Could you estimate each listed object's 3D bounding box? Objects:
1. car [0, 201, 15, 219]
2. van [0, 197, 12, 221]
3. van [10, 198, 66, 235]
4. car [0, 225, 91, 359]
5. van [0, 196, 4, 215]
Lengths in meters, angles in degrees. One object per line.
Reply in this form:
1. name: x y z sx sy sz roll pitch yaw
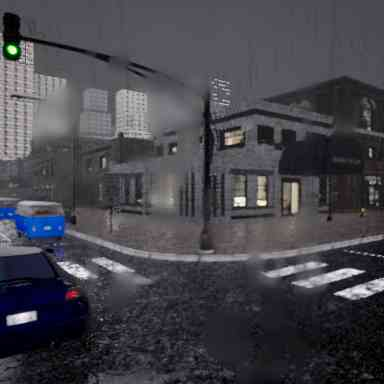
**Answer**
1. car: -17.101 1.558 29.406 1.887 1.381 4.507 0 0 -36
2. van: -13.862 1.350 24.935 1.690 1.788 3.998 0 0 -36
3. van: -7.381 1.343 15.992 1.690 1.788 3.998 0 0 -36
4. car: -3.324 1.566 5.828 1.994 1.385 4.181 0 0 -36
5. van: -20.342 1.361 33.877 1.690 1.788 3.998 0 0 -36
